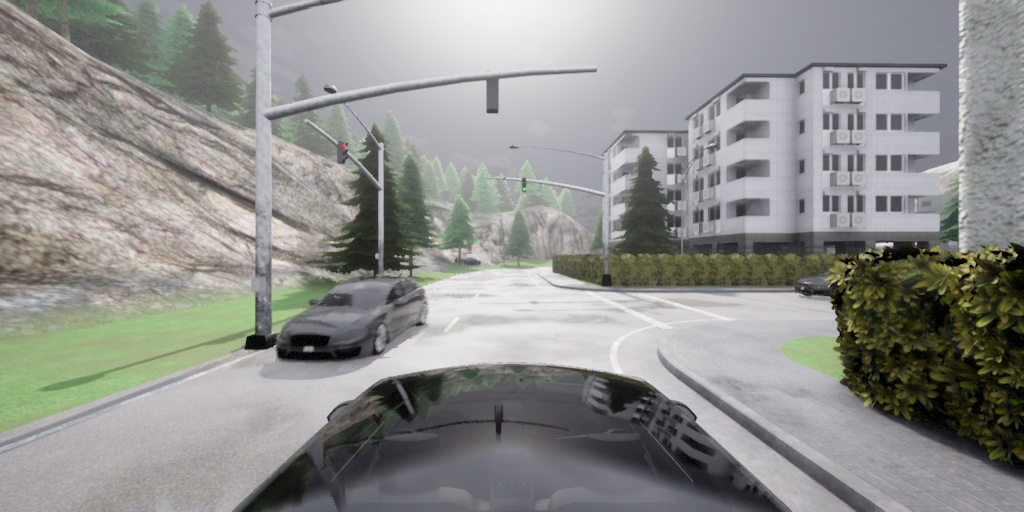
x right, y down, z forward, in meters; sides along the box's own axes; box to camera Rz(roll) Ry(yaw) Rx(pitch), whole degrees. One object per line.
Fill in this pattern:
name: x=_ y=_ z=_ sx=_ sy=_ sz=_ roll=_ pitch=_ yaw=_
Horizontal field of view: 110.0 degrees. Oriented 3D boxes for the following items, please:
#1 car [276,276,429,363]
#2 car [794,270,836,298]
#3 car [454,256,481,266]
car: x=-3.446 y=1.305 z=8.729 sx=1.837 sy=1.490 sz=4.892 roll=0 pitch=2 yaw=3
car: x=16.001 y=1.247 z=16.789 sx=4.892 sy=1.490 sz=1.837 roll=-1 pitch=0 yaw=-1
car: x=-6.687 y=0.691 z=54.037 sx=1.895 sy=1.301 sz=4.718 roll=13 pitch=2 yaw=25
